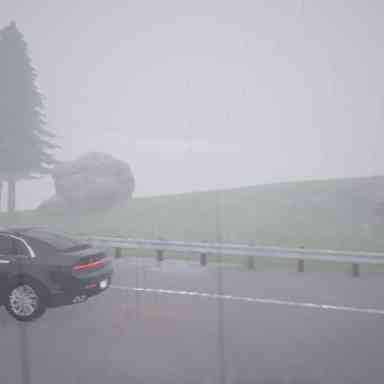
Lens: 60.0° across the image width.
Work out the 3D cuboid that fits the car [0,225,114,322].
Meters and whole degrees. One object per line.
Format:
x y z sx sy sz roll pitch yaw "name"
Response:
-4.048 1.443 6.780 4.892 1.490 1.837 2 -2 10 "car"
